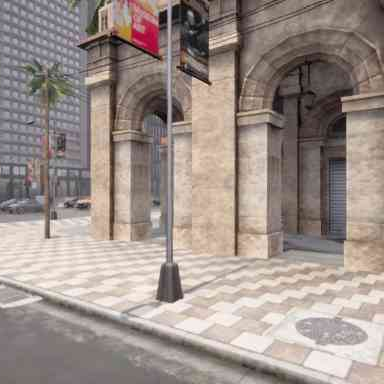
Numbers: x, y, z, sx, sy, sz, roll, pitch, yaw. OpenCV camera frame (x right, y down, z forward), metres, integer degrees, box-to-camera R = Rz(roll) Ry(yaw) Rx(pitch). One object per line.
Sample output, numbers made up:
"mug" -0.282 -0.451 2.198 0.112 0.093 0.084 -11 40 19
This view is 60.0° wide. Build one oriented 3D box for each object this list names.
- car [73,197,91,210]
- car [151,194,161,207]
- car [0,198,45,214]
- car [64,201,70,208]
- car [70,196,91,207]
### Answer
"car" -12.345 1.601 42.589 1.895 1.301 4.718 0 0 35
"car" -5.932 1.505 51.539 1.837 1.490 4.892 0 0 36
"car" -17.474 1.564 35.411 1.994 1.385 4.181 0 0 36
"car" -16.256 1.513 48.449 2.161 1.482 4.786 0 0 35
"car" -13.977 1.352 46.317 2.097 1.767 4.553 0 0 35
